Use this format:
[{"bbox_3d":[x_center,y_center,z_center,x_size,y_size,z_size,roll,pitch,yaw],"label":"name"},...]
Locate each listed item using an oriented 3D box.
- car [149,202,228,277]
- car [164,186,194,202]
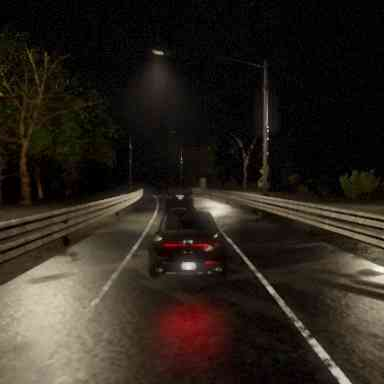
[{"bbox_3d":[-0.123,1.250,9.379,1.837,1.490,4.892,0,1,-1],"label":"car"},{"bbox_3d":[-1.075,0.482,27.204,2.150,2.045,5.566,0,1,-4],"label":"car"}]
